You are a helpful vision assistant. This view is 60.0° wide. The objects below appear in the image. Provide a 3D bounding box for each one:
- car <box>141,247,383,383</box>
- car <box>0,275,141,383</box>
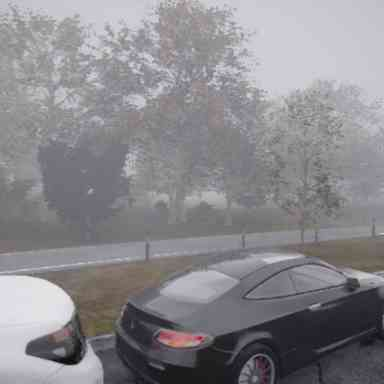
[{"bbox_3d":[1.224,1.556,4.895,4.674,1.452,2.002,-1,0,-34],"label":"car"},{"bbox_3d":[-3.344,1.199,1.729,5.566,2.045,2.435,-1,0,-38],"label":"car"}]
